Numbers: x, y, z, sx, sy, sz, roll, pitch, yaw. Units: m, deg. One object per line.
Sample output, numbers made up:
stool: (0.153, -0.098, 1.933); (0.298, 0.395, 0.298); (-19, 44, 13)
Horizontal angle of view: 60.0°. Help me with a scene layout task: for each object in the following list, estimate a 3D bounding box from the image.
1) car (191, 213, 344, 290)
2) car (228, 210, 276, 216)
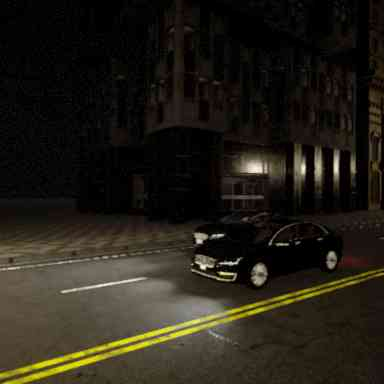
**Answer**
car: (2.243, 1.507, 9.203); (4.892, 1.490, 1.837); (0, 0, -35)
car: (2.268, 1.496, 13.187); (4.902, 1.511, 2.128); (0, 0, -35)
